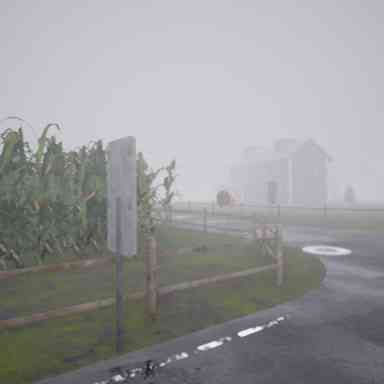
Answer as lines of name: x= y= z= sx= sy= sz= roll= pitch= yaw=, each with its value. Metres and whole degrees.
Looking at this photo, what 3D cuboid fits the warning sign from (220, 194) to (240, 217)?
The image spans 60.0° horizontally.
warning sign: x=3.202 y=1.111 z=28.079 sx=1.300 sy=1.860 sz=1.060 roll=0 pitch=0 yaw=-35
